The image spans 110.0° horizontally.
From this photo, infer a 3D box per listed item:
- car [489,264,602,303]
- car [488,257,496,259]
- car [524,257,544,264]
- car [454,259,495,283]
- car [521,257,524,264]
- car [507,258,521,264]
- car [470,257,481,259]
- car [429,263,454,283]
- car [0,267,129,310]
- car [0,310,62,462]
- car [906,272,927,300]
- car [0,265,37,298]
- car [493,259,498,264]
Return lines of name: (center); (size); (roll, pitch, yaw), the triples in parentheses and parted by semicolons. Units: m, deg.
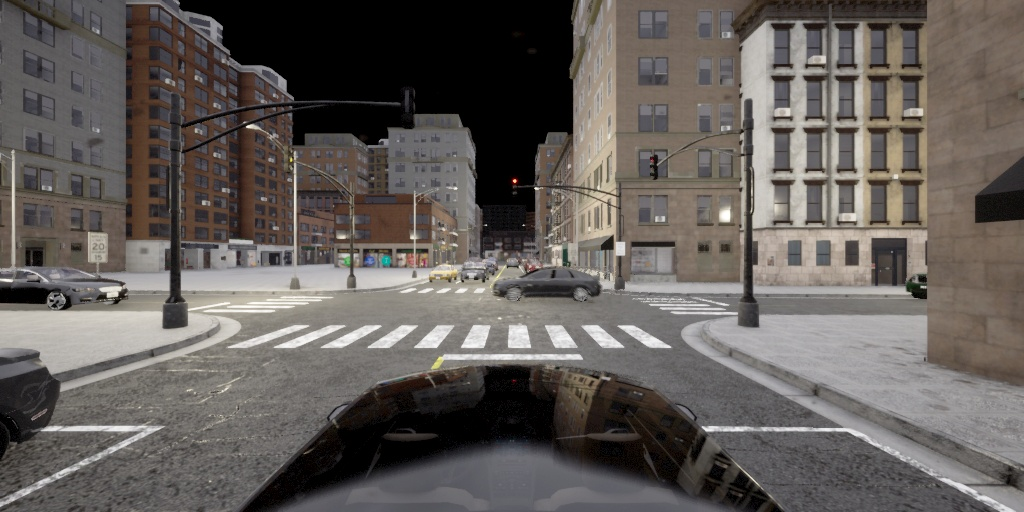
car: (1.575, 1.266, 16.326); (4.892, 1.490, 1.837); (1, 0, 0)
car: (-2.810, 1.278, 48.183); (1.812, 1.442, 4.674); (0, 0, 0)
car: (2.659, 1.191, 39.875); (1.967, 1.591, 4.097); (0, 0, 0)
car: (-2.821, 1.242, 28.207); (2.128, 1.511, 4.902); (0, 0, 2)
car: (2.663, 1.067, 45.537); (2.192, 1.841, 5.009); (0, 0, 0)
car: (0.127, 1.318, 58.606); (1.994, 1.385, 4.181); (0, 0, 1)
car: (-5.359, 1.068, 51.205); (2.192, 1.841, 5.009); (0, 0, 0)
car: (-5.372, 1.276, 28.387); (1.751, 1.417, 4.829); (0, 0, 0)
car: (-17.276, 1.162, 13.382); (4.902, 1.511, 2.128); (0, 0, 2)
car: (-5.388, 1.300, 1.711); (2.007, 1.370, 4.403); (0, 0, 0)
car: (21.540, 1.089, 16.332); (5.566, 2.045, 2.150); (0, 0, 0)
car: (-25.173, 1.160, 16.319); (4.674, 1.442, 1.812); (0, 0, 0)
car: (-2.824, 1.316, 38.108); (1.994, 1.385, 4.181); (0, 0, 0)
